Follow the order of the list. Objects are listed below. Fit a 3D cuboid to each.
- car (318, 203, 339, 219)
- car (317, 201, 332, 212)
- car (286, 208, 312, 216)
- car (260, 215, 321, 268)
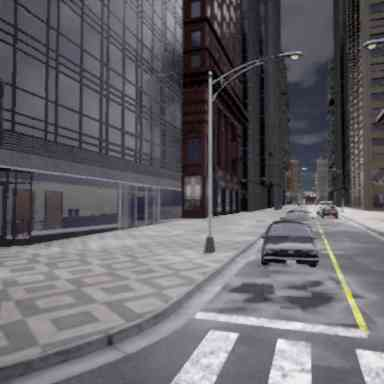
[{"bbox_3d":[17.004,2.490,41.152,1.837,1.490,4.892,-1,-2,19],"label":"car"},{"bbox_3d":[20.434,2.452,50.985,2.150,2.045,5.566,-1,-2,19],"label":"car"},{"bbox_3d":[7.154,2.046,22.604,1.837,1.490,4.892,-1,-1,19],"label":"car"},{"bbox_3d":[3.731,1.860,12.938,2.033,1.411,5.357,-1,-1,14],"label":"car"}]
